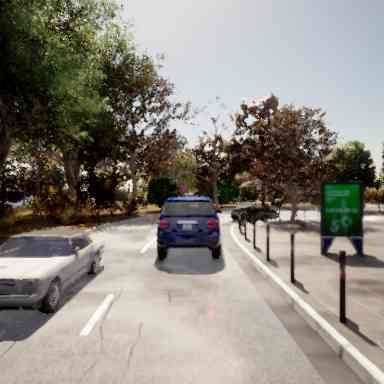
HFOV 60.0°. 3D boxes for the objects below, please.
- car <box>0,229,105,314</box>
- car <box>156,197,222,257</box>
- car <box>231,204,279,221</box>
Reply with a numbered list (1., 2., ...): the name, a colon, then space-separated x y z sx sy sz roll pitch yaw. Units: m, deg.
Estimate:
1. car: -3.481 1.612 7.716 1.895 1.301 4.718 0 0 -1
2. car: -0.024 1.227 13.015 2.150 2.045 5.566 0 -1 3
3. car: 5.216 1.640 27.236 4.181 1.385 1.994 0 0 -34
